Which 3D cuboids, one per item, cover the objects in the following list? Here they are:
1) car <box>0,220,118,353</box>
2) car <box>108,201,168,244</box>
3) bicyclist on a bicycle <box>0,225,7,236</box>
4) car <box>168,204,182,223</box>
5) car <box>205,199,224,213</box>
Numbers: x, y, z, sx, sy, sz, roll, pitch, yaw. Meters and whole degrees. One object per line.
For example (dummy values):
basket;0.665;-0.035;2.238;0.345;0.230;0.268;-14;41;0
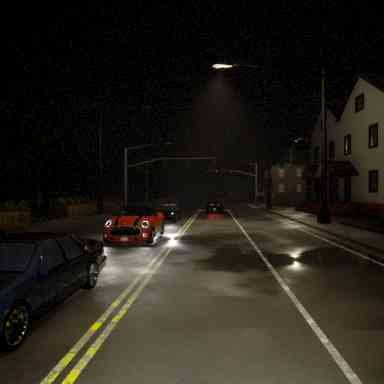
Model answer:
car;-3.266;1.547;6.456;2.033;1.411;5.357;0;0;4
car;-2.624;1.352;15.889;2.097;1.767;4.553;0;0;4
bicyclist on a bicycle;-6.446;1.455;10.583;1.656;1.620;0.582;-2;0;4
car;-1.946;1.601;25.727;1.895;1.301;4.718;0;0;4
car;2.479;1.505;36.442;1.837;1.490;4.892;0;0;4
